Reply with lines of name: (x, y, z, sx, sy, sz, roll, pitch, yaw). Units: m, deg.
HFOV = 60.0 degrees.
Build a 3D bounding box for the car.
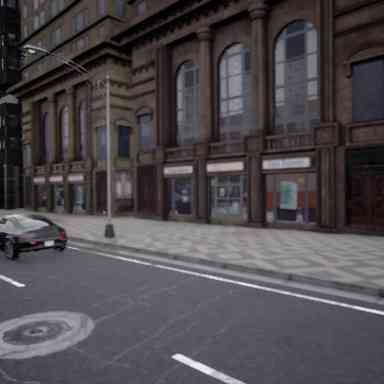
car: (-6.486, 1.570, 12.691, 4.674, 1.442, 1.812, -1, 0, 42)
